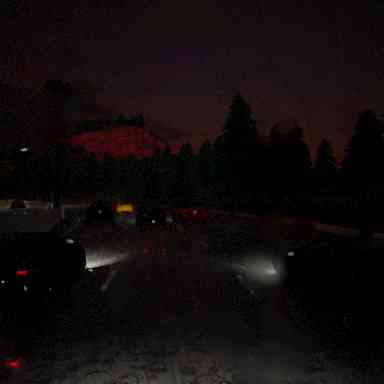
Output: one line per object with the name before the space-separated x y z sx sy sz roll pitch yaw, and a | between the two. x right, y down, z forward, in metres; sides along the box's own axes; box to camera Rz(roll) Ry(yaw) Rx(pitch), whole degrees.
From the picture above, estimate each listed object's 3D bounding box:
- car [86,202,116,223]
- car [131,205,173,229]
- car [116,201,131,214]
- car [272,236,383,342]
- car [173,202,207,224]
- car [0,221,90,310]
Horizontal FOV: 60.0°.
car | -7.735 1.616 27.869 2.097 1.767 4.553 0 0 -16
car | -2.977 1.705 23.579 2.128 1.511 4.902 0 0 -13
car | -8.684 1.855 40.786 1.882 1.535 5.008 0 -1 -23
car | 3.237 1.595 6.540 2.033 1.411 5.357 0 0 -4
car | -0.333 1.588 27.263 2.097 1.767 4.553 0 -1 -15
car | -3.956 1.646 8.030 1.994 1.385 4.181 0 0 -5
